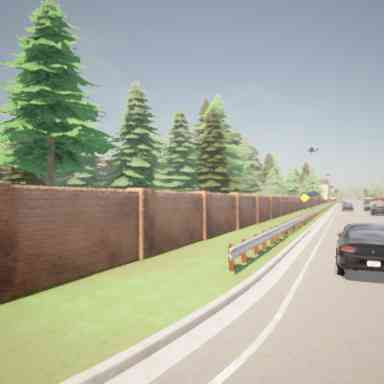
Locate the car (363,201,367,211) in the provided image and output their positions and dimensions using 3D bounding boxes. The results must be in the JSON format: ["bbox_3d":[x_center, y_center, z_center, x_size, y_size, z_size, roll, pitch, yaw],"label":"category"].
[{"bbox_3d":[30.671,2.630,57.166,1.895,1.301,4.718,-1,-1,24],"label":"car"}]

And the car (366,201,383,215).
[{"bbox_3d":[24.701,2.274,43.862,2.128,1.511,4.902,-1,-1,25],"label":"car"}]

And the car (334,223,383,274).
[{"bbox_3d":[5.669,1.724,10.710,1.812,1.442,4.674,-1,-1,25],"label":"car"}]

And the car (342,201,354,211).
[{"bbox_3d":[27.208,2.618,58.002,2.033,1.411,5.357,-1,-1,24],"label":"car"}]
